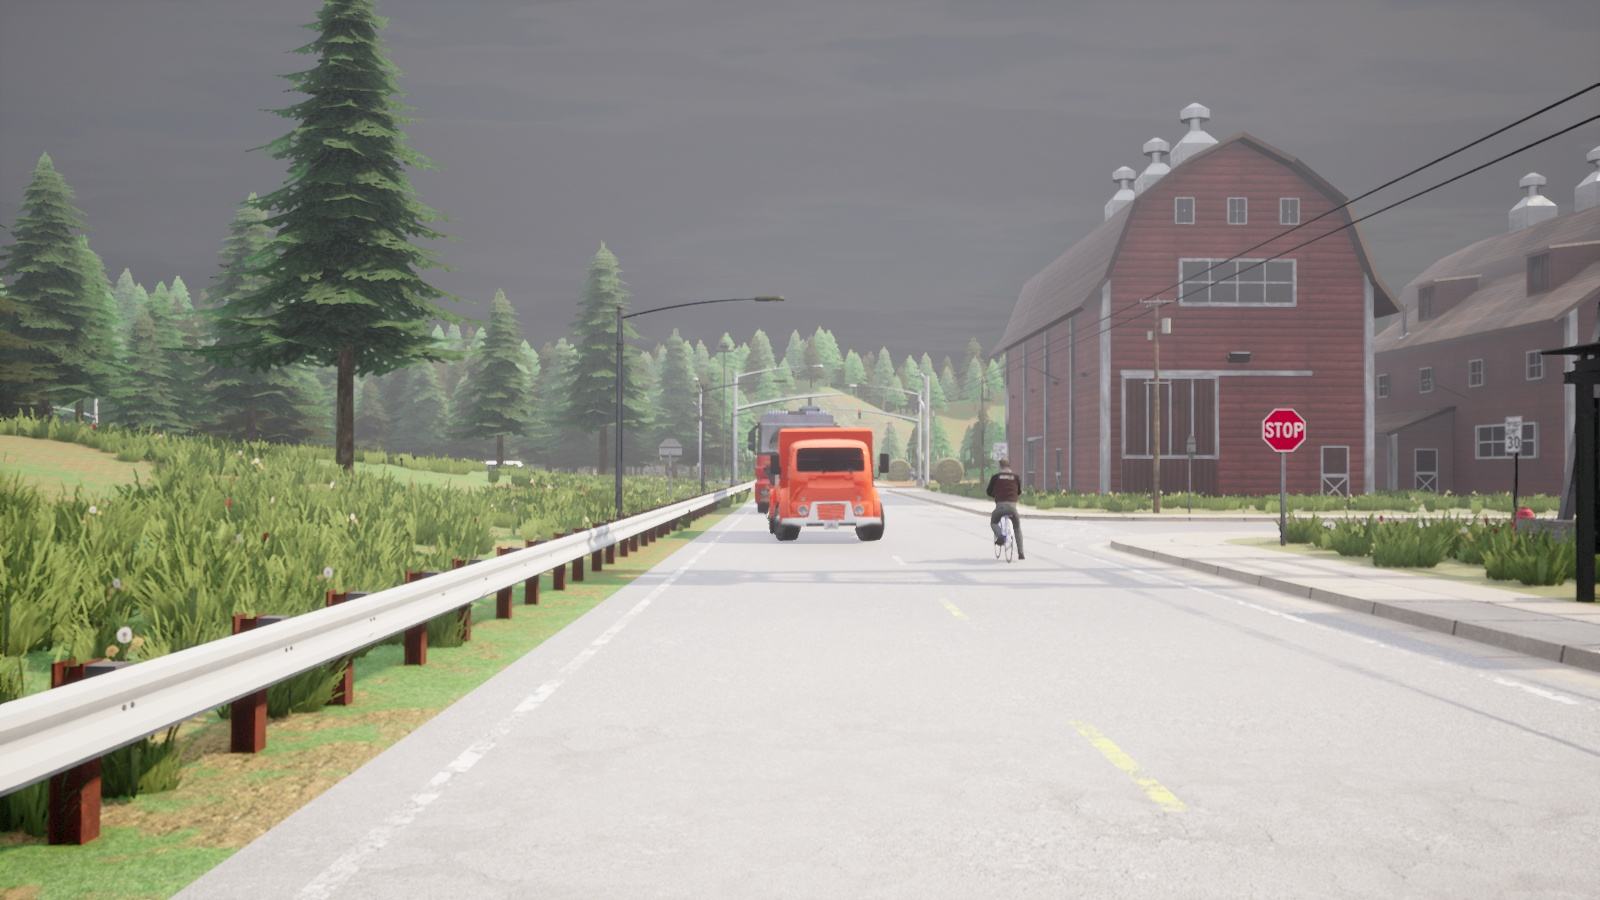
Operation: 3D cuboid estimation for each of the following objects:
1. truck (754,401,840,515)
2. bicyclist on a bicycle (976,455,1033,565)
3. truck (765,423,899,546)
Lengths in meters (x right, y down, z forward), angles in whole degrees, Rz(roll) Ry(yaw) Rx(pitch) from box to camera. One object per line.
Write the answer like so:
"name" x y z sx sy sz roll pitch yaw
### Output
"truck" -0.109 0.333 46.496 2.891 3.827 8.468 0 -1 0
"bicyclist on a bicycle" 3.452 0.983 21.338 0.659 1.776 1.843 0 -1 0
"truck" 0.589 0.739 28.373 2.627 2.467 5.204 -1 -1 -2
